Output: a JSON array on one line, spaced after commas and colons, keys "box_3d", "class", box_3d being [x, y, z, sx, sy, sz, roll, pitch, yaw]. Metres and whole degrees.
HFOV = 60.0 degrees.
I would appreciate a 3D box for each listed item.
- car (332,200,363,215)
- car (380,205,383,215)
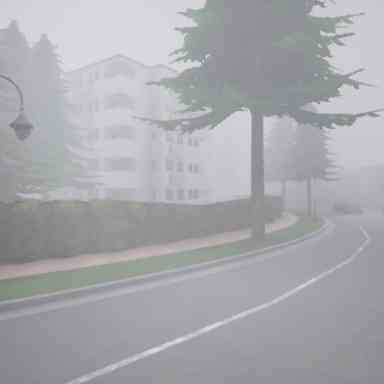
[{"box_3d": [16.848, 1.666, 36.200, 1.837, 1.490, 4.892, 0, 0, 4], "class": "car"}, {"box_3d": [20.037, 1.615, 32.350, 2.128, 1.511, 4.902, 0, 0, 10], "class": "car"}]
